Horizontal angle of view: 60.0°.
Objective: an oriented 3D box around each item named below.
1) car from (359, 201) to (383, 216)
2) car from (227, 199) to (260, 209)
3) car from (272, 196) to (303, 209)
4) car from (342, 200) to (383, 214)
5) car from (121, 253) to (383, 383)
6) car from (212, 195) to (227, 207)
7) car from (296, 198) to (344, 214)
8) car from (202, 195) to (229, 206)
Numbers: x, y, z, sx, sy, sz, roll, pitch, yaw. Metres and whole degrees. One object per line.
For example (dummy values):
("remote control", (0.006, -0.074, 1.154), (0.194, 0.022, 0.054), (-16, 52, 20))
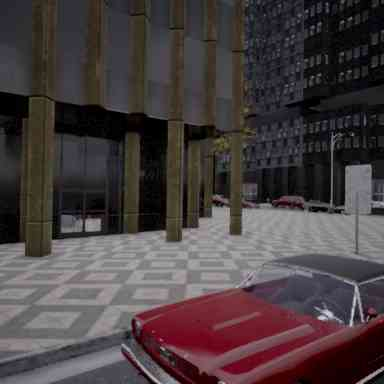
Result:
("car", (16.420, 1.517, 29.341), (2.008, 1.369, 4.403), (1, -1, -35))
("car", (6.860, 1.570, 42.837), (1.802, 1.307, 4.206), (1, -1, -35))
("car", (13.816, 1.486, 47.773), (2.192, 1.841, 5.009), (1, -1, -35))
("car", (20.184, 1.707, 38.773), (2.008, 1.369, 4.403), (1, -1, -35))
("car", (1.556, 1.603, 4.372), (4.718, 1.301, 1.895), (0, 0, -36))
("car", (3.678, 1.311, 47.340), (2.192, 1.841, 5.009), (1, -1, -35))
("car", (13.234, 1.539, 33.839), (1.947, 1.339, 4.313), (1, -1, -35))
("car", (4.257, 1.511, 61.268), (2.192, 1.841, 5.009), (1, -1, -35))
